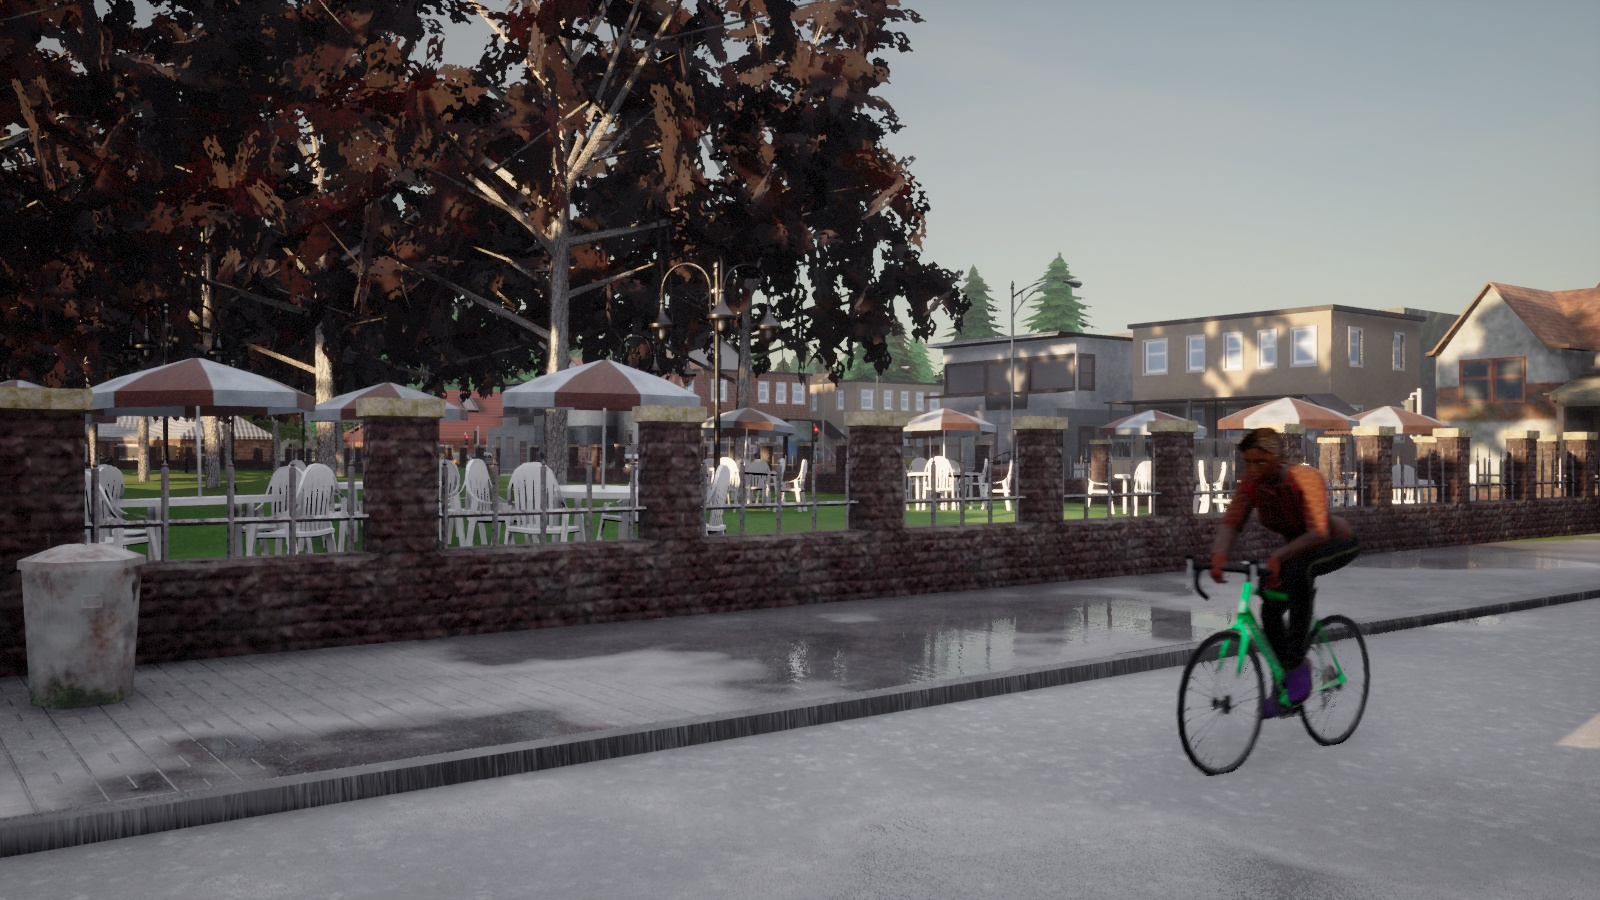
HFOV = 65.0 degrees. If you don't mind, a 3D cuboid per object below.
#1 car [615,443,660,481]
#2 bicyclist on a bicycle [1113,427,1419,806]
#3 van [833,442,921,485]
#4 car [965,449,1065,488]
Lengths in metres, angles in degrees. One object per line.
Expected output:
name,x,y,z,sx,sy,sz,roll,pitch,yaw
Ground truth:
car,-9.334,0.658,71.796,2.150,2.045,5.566,0,0,-12
bicyclist on a bicycle,2.293,0.708,6.093,1.656,1.620,0.582,0,0,-37
van,3.654,0.638,60.519,1.775,1.987,4.442,0,0,-37
car,9.083,0.754,53.352,1.851,1.617,3.988,0,0,-37
